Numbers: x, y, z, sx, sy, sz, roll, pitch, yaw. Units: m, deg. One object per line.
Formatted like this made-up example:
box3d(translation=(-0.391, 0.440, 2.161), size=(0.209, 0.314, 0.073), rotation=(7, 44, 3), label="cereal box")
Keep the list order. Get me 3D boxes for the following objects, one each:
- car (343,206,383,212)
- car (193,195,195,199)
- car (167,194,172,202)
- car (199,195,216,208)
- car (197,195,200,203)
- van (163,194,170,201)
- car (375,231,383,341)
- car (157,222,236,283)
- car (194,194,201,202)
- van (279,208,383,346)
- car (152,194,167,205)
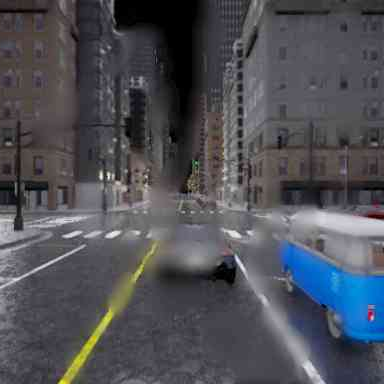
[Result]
box3d(translation=(11.929, 1.597, 23.217), size=(4.718, 1.301, 1.895), rotation=(0, 0, 1), label="car")
box3d(translation=(1.945, 1.667, 78.326), size=(1.887, 1.381, 4.507), rotation=(0, 0, -1), label="car")
box3d(translation=(-6.578, 1.437, 78.152), size=(2.192, 1.841, 5.009), rotation=(0, 0, -1), label="car")
box3d(translation=(2.569, 1.497, 50.062), size=(1.967, 1.590, 4.097), rotation=(0, 0, -1), label="car")
box3d(translation=(2.320, 1.658, 61.370), size=(1.802, 1.307, 4.206), rotation=(0, 0, -1), label="car")
box3d(translation=(-6.827, 1.512, 89.463), size=(1.690, 1.788, 3.998), rotation=(0, 0, -1), label="van")
box3d(translation=(2.858, 1.315, 0.649), size=(2.192, 1.841, 5.009), rotation=(0, 0, 0), label="car")
box3d(translation=(0.104, 1.570, 9.709), size=(1.994, 1.385, 4.181), rotation=(0, 0, 0), label="car")
box3d(translation=(2.071, 1.683, 72.673), size=(1.802, 1.307, 4.206), rotation=(0, 0, -1), label="car")
box3d(translation=(2.858, 1.345, 6.173), size=(1.690, 1.788, 3.998), rotation=(0, 0, 0), label="van")
box3d(translation=(-6.203, 1.516, 61.191), size=(1.967, 1.590, 4.097), rotation=(0, 0, -1), label="car")
